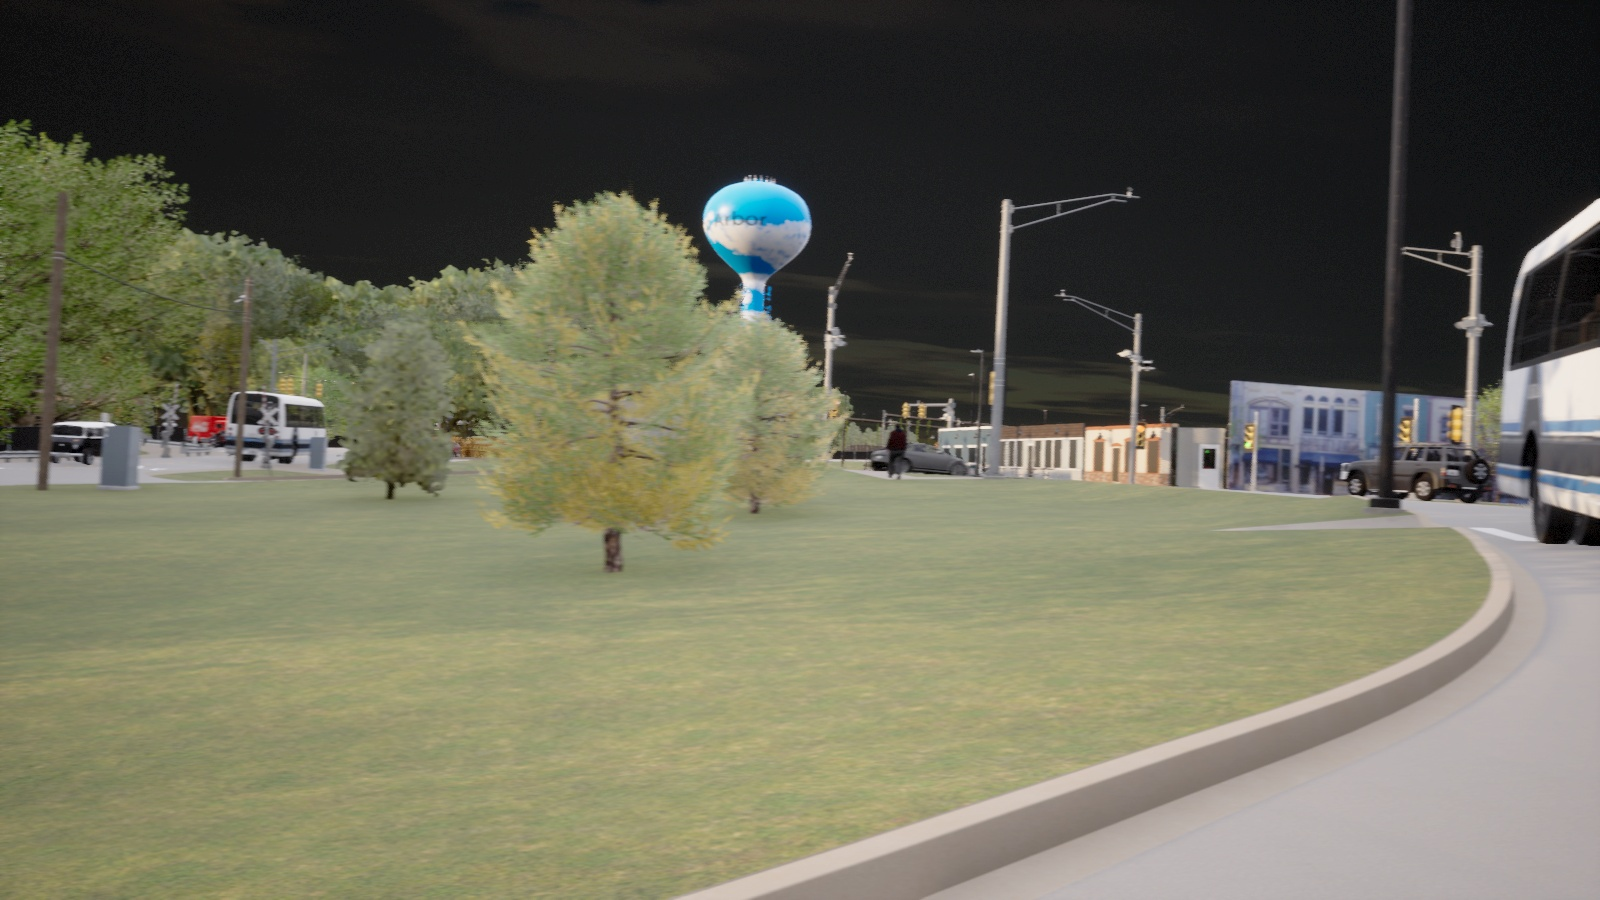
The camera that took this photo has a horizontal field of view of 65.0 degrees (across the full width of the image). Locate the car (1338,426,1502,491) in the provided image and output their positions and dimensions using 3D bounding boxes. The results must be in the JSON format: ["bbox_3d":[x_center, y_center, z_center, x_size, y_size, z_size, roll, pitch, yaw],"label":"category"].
[{"bbox_3d":[19.405,0.260,39.558,1.932,1.855,4.605,2,-1,-17],"label":"car"}]

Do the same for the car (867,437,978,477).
[{"bbox_3d":[5.123,0.319,52.404,4.181,1.385,1.994,4,-2,-29],"label":"car"}]

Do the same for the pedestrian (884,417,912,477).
[{"bbox_3d":[3.092,-0.078,39.692,0.634,1.844,0.899,2,-2,-9],"label":"pedestrian"}]

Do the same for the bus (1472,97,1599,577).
[{"bbox_3d":[9.918,-1.049,12.991,3.944,4.253,10.273,1,2,21],"label":"bus"}]

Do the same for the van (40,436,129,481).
[{"bbox_3d":[-34.259,0.389,60.258,2.069,2.038,4.480,2,0,-6],"label":"van"}]

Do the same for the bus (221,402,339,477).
[{"bbox_3d":[-32.688,-0.661,79.556,3.944,4.253,10.273,3,0,-6],"label":"bus"}]
